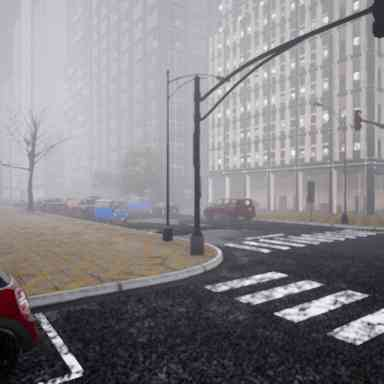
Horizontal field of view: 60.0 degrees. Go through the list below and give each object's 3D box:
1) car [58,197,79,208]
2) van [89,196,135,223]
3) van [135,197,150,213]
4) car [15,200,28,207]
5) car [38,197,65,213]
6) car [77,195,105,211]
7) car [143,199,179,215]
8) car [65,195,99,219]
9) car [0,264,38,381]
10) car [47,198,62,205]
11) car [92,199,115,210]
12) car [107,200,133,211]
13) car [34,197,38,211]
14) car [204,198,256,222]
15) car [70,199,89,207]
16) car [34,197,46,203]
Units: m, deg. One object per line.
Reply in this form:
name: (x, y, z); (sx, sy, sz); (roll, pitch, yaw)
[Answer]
car: (-20.596, 1.702, 55.334); (2.097, 1.767, 4.553); (0, 0, -36)
van: (-6.464, 1.487, 26.559); (1.690, 1.788, 3.998); (0, 0, -36)
van: (-6.475, 1.563, 40.699); (1.690, 1.788, 3.998); (0, 0, -36)
car: (-30.125, 1.983, 58.664); (1.802, 1.307, 4.206); (0, 0, -36)
car: (-16.605, 1.572, 40.318); (2.192, 1.841, 5.009); (0, 0, -36)
car: (-14.290, 1.505, 46.848); (2.150, 2.045, 5.566); (0, 0, -36)
car: (-3.092, 1.736, 36.112); (2.008, 1.369, 4.403); (0, 0, -36)
car: (-9.844, 1.498, 31.145); (2.192, 1.841, 5.009); (0, 0, -36)
car: (-4.058, 1.442, 3.662); (4.097, 1.590, 1.967); (0, 0, -36)
car: (-30.138, 2.039, 72.805); (1.947, 1.339, 4.313); (0, 0, -36)
car: (-13.336, 1.822, 50.009); (1.752, 1.417, 4.829); (0, 0, -36)
car: (-9.854, 1.825, 45.286); (1.947, 1.339, 4.313); (0, 0, -36)
car: (-19.985, 1.734, 44.905); (1.967, 1.590, 4.097); (0, 0, -36)
car: (3.082, 1.431, 27.733); (2.192, 1.841, 5.009); (0, 0, -36)
car: (-19.995, 1.918, 59.045); (2.008, 1.369, 4.403); (0, 0, -36)
car: (-38.899, 2.042, 85.220); (1.882, 1.535, 5.008); (0, 0, -36)
